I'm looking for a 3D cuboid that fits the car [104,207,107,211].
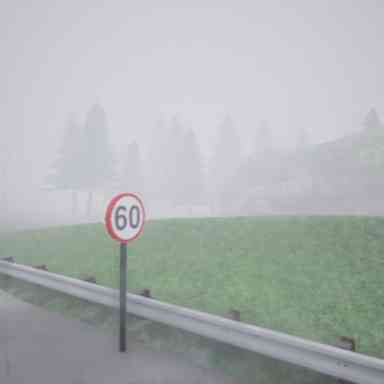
[{"bbox_3d":[-19.521,4.041,83.343,2.097,1.767,4.553,1,-4,41],"label":"car"}]
